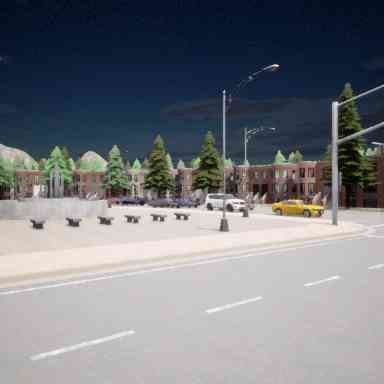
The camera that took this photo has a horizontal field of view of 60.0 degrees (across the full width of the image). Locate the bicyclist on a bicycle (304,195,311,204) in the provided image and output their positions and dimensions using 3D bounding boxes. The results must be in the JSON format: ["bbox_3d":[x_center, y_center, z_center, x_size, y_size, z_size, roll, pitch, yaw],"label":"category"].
[{"bbox_3d":[16.182,1.303,46.625,1.656,1.620,0.582,0,0,-37],"label":"bicyclist on a bicycle"}]

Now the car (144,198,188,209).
[{"bbox_3d":[-3.665,1.547,45.873,5.357,1.411,2.033,0,0,36],"label":"car"}]

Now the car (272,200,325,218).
[{"bbox_3d":[9.758,1.478,30.785,1.882,1.535,5.008,0,0,-37],"label":"car"}]

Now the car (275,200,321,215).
[{"bbox_3d":[11.075,1.564,34.859,1.994,1.385,4.181,0,0,-37],"label":"car"}]

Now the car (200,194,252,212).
[{"bbox_3d":[3.831,1.221,38.651,2.150,2.045,5.566,0,0,-39],"label":"car"}]

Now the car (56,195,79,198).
[{"bbox_3d":[-23.812,1.505,60.701,4.892,1.490,1.837,0,0,5],"label":"car"}]

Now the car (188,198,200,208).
[{"bbox_3d":[-1.248,1.547,48.412,5.357,1.411,2.033,0,0,37],"label":"car"}]

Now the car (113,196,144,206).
[{"bbox_3d":[-9.820,1.601,53.491,4.718,1.301,1.895,0,0,24],"label":"car"}]

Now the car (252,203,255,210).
[{"bbox_3d":[5.689,1.526,41.745,1.812,1.442,4.674,0,0,-41],"label":"car"}]

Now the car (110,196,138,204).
[{"bbox_3d":[-12.730,1.505,62.067,4.892,1.490,1.837,0,0,18],"label":"car"}]

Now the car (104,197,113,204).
[{"bbox_3d":[-14.075,1.564,58.835,4.181,1.385,1.994,0,0,18],"label":"car"}]

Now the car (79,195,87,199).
[{"bbox_3d":[-22.551,1.352,63.996,4.553,1.767,2.097,0,0,7],"label":"car"}]
